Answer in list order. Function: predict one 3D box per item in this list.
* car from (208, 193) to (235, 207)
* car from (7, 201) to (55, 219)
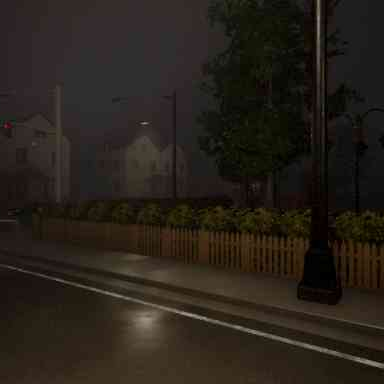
[{"bbox_3d":[4.216,1.221,48.863,2.150,2.045,5.566,0,0,35],"label":"car"},{"bbox_3d":[-13.761,1.526,29.413,1.812,1.442,4.674,0,0,35],"label":"car"}]
